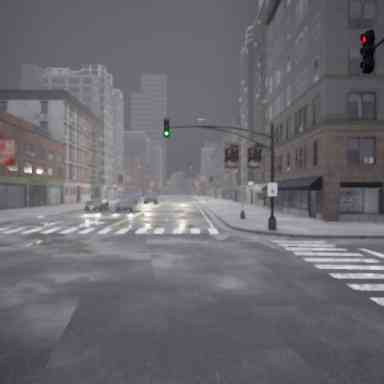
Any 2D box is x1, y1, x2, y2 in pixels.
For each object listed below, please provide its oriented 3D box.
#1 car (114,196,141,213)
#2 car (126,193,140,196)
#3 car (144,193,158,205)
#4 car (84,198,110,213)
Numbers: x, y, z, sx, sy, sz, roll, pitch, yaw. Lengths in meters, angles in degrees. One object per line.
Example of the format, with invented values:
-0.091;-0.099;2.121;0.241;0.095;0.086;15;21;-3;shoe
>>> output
-7.082;1.459;35.930;1.837;1.490;4.892;0;0;-1;car
-10.555;1.182;59.870;2.150;2.045;5.566;0;0;-1;car
-7.305;1.194;59.810;2.150;2.045;5.566;0;0;0;car
-10.340;1.435;36.539;2.128;1.511;4.902;0;0;-1;car
